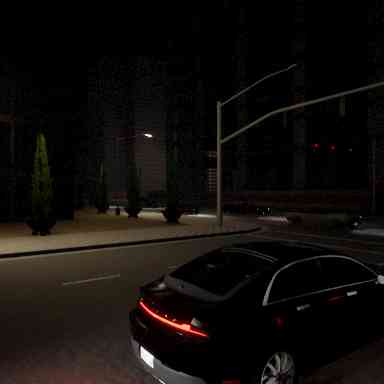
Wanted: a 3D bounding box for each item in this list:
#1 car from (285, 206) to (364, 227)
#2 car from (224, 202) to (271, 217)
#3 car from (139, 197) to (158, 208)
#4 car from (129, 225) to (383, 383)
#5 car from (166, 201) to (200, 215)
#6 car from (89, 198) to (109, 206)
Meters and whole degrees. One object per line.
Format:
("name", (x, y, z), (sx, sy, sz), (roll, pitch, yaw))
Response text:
("car", (8.531, 1.629, 21.747), (1.895, 1.301, 4.718), (0, 0, -36))
("car", (5.273, 1.656, 32.206), (1.895, 1.301, 4.718), (0, 0, -36))
("car", (-6.817, 1.559, 48.906), (1.837, 1.490, 4.892), (0, 0, -36))
("car", (1.506, 1.505, 4.930), (4.892, 1.490, 1.837), (0, 0, -35))
("car", (-0.970, 1.619, 34.857), (1.994, 1.385, 4.181), (0, 0, -36))
("car", (-15.281, 1.656, 54.699), (1.895, 1.301, 4.718), (0, 0, -35))
